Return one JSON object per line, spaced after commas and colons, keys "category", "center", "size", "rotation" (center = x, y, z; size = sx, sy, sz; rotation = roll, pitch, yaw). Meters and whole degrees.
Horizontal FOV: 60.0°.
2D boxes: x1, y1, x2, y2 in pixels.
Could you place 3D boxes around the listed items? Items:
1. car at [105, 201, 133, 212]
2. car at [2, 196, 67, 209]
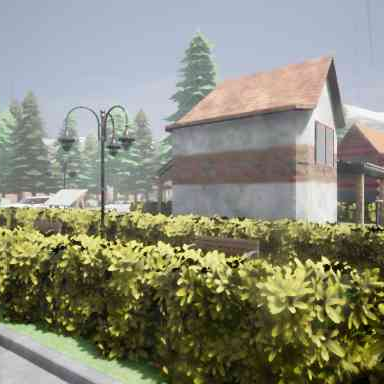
{"category": "car", "center": [-7.989, 1.688, 37.064], "size": [1.812, 1.442, 4.674], "rotation": [0, 0, 37]}
{"category": "car", "center": [-13.725, 1.384, 29.123], "size": [2.150, 2.045, 5.566], "rotation": [0, 0, 36]}
